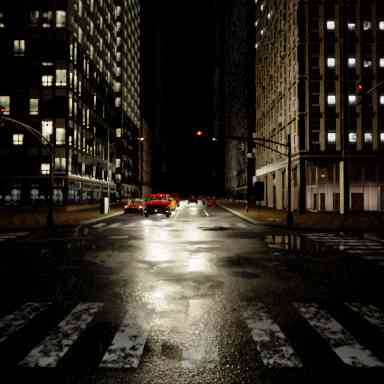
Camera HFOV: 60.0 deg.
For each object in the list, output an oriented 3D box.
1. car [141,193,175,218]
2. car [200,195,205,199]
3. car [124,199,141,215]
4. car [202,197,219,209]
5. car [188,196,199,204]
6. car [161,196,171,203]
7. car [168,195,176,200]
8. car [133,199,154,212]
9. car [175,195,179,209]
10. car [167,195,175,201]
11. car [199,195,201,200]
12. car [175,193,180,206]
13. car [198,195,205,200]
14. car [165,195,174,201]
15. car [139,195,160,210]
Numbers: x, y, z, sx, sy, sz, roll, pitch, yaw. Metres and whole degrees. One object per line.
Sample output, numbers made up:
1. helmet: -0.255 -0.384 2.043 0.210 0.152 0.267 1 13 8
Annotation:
1. car: -3.062 1.236 31.085 2.150 2.045 5.566 0 0 0
2. car: 2.763 1.552 56.284 1.752 1.417 4.829 1 0 0
3. car: -5.639 1.456 33.755 1.967 1.590 4.097 1 0 0
4. car: 2.750 1.603 44.959 1.802 1.307 4.206 1 0 0
5. car: 0.169 1.579 66.319 2.033 1.411 5.357 0 0 0
6. car: -5.600 1.579 72.781 1.887 1.381 4.507 1 0 0
7. car: -5.578 1.613 95.082 1.947 1.339 4.313 1 0 0
8. car: -5.636 1.600 39.330 1.802 1.307 4.206 1 0 0
9. car: -3.055 1.497 41.512 1.882 1.535 5.008 0 0 0
10. car: -5.583 1.595 89.507 2.008 1.369 4.403 1 0 0
11. car: 2.768 1.595 61.691 1.947 1.339 4.313 1 0 0
12. car: -3.037 1.246 52.011 2.150 2.045 5.566 0 0 0
13. car: 2.803 1.592 95.154 1.887 1.381 4.507 1 0 0
14. car: -5.589 1.585 83.932 1.887 1.381 4.507 1 0 0
15. car: -5.625 1.336 44.906 2.192 1.841 5.009 1 0 0
